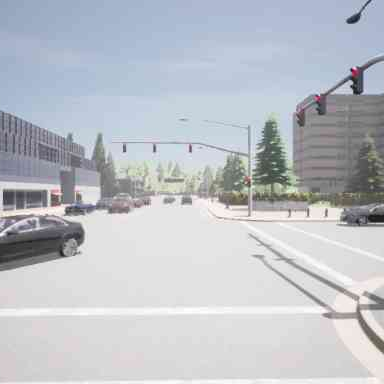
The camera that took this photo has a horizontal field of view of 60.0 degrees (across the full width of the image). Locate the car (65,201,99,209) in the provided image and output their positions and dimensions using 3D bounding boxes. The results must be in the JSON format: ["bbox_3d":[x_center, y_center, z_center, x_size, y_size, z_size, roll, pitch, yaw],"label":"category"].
[{"bbox_3d":[-11.237,1.601,33.692,1.895,1.301,4.718,0,0,-1],"label":"car"}]

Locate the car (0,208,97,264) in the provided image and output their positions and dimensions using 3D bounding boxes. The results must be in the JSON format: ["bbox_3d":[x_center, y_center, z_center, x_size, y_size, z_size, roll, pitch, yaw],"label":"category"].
[{"bbox_3d":[-5.606,1.491,10.533,2.128,1.511,4.902,0,0,27],"label":"car"}]

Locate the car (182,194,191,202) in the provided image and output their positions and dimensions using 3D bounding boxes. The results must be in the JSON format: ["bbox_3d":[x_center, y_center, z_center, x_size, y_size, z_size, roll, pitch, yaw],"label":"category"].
[{"bbox_3d":[-1.217,1.355,75.084,2.097,1.767,4.553,0,0,-1],"label":"car"}]

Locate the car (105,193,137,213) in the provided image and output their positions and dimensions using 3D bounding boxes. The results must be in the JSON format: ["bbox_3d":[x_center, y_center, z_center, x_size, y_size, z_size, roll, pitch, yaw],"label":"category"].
[{"bbox_3d":[-7.775,1.352,36.765,2.097,1.767,4.553,0,0,-1],"label":"car"}]

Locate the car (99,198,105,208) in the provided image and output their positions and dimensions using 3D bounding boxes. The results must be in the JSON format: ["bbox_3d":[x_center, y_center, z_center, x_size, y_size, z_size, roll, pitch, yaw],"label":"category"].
[{"bbox_3d":[-11.382,1.505,44.137,1.837,1.490,4.892,0,0,-1],"label":"car"}]

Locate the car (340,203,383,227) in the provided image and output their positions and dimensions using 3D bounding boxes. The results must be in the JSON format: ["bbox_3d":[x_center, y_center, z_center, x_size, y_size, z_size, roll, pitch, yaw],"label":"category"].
[{"bbox_3d":[12.501,1.492,22.300,4.902,1.511,2.128,0,0,-1],"label":"car"}]

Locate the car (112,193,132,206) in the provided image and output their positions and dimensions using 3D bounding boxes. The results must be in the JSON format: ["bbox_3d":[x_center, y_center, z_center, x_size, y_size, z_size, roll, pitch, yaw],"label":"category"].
[{"bbox_3d":[-11.517,1.221,54.843,2.150,2.045,5.566,0,0,0],"label":"car"}]

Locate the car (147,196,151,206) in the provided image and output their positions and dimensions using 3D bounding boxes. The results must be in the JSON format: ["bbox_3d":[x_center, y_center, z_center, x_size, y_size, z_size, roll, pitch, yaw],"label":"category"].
[{"bbox_3d":[-8.041,1.478,56.617,1.882,1.535,5.008,0,0,0],"label":"car"}]

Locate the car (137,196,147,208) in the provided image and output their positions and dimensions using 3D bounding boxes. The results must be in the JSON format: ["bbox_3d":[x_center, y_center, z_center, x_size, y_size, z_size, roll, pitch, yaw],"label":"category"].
[{"bbox_3d":[-7.910,1.564,46.622,1.994,1.385,4.181,0,0,-1],"label":"car"}]

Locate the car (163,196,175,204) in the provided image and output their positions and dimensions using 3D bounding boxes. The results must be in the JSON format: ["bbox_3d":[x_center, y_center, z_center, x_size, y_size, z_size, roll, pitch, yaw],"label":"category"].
[{"bbox_3d":[-4.577,1.547,64.694,2.033,1.411,5.357,0,0,-1],"label":"car"}]

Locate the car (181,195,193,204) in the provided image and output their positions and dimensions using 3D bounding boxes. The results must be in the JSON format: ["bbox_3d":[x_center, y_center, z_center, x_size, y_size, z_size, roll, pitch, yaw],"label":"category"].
[{"bbox_3d":[-0.930,1.502,61.299,1.837,1.490,4.892,0,-1,-1],"label":"car"}]

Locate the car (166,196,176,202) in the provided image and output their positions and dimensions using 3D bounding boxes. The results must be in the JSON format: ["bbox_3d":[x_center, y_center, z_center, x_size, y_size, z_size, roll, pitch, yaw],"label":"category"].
[{"bbox_3d":[-4.723,1.509,75.330,1.895,1.301,4.718,0,0,-1],"label":"car"}]
